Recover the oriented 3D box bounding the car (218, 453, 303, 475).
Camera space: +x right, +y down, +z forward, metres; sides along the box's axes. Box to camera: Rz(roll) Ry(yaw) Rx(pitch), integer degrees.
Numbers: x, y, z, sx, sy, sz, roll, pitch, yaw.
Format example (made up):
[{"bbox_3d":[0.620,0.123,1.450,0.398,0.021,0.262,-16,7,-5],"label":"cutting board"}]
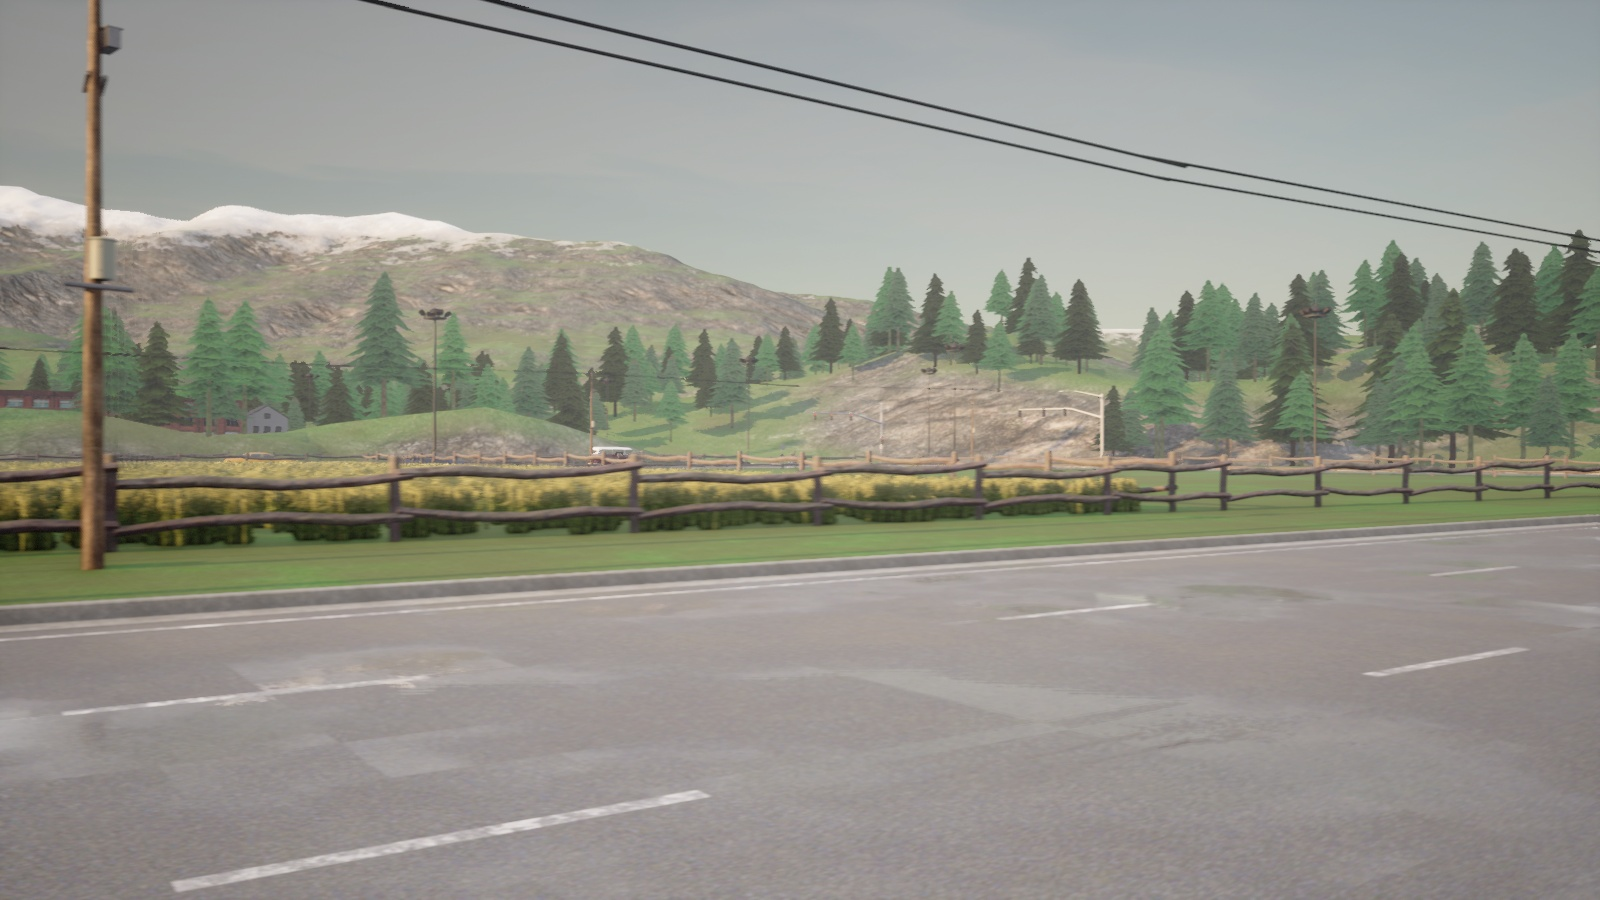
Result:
[{"bbox_3d":[-38.733,0.987,90.211,5.366,1.575,1.801,0,0,-35],"label":"car"}]
